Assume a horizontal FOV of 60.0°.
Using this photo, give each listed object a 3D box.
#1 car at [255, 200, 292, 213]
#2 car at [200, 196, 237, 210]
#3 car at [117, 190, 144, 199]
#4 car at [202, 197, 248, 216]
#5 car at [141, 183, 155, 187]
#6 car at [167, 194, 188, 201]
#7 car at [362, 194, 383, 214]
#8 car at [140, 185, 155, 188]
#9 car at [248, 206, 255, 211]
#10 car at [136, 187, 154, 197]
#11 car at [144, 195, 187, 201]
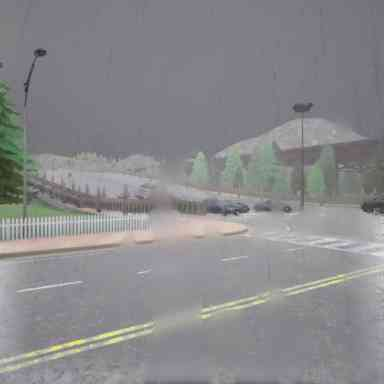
[{"bbox_3d":[8.714,1.557,36.059,1.994,1.385,4.181,0,0,-36],"label":"car"},{"bbox_3d":[3.392,1.424,43.271,1.882,1.535,5.008,0,1,-36],"label":"car"},{"bbox_3d":[-9.427,0.904,48.908,1.837,1.490,4.892,0,4,-36],"label":"car"},{"bbox_3d":[2.618,1.543,32.526,2.033,1.411,5.357,0,0,-36],"label":"car"},{"bbox_3d":[-9.869,-1.240,73.406,2.128,1.511,4.902,0,7,-36],"label":"car"},{"bbox_3d":[-1.600,1.412,44.147,1.994,1.385,4.181,0,2,-36],"label":"car"},{"bbox_3d":[19.457,1.223,32.665,2.150,2.045,5.566,1,0,-16],"label":"car"},{"bbox_3d":[-8.632,0.169,59.776,1.837,1.490,4.892,0,6,-36],"label":"car"},{"bbox_3d":[4.298,1.555,36.148,1.994,1.385,4.181,0,0,-36],"label":"car"},{"bbox_3d":[-7.520,0.635,52.235,2.097,1.767,4.553,0,4,-36],"label":"car"},{"bbox_3d":[-3.348,1.450,40.615,2.033,1.411,5.357,0,2,-36],"label":"car"}]
